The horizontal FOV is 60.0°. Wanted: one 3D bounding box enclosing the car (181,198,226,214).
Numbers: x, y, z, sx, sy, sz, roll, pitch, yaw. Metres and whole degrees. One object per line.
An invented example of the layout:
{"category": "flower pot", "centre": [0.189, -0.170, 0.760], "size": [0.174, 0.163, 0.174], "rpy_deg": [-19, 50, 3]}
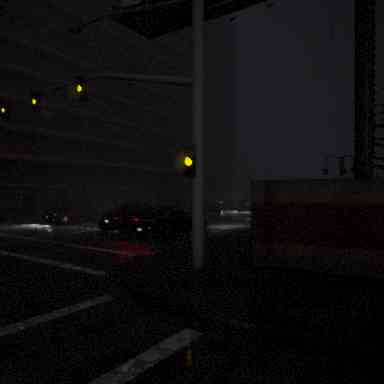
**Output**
{"category": "car", "centre": [1.190, 1.564, 32.785], "size": [1.994, 1.385, 4.181], "rpy_deg": [0, 0, 34]}

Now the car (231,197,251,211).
{"category": "car", "centre": [7.106, 1.352, 41.122], "size": [2.097, 1.767, 4.553], "rpy_deg": [0, 0, 36]}

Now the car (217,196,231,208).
{"category": "car", "centre": [3.946, 1.352, 42.765], "size": [2.097, 1.767, 4.553], "rpy_deg": [0, 0, 34]}

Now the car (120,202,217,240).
{"category": "car", "centre": [-1.000, 1.491, 17.181], "size": [2.128, 1.511, 4.902], "rpy_deg": [0, 0, 35]}

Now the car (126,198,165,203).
{"category": "car", "centre": [-4.517, 1.477, 24.685], "size": [1.882, 1.535, 5.008], "rpy_deg": [0, 0, 35]}

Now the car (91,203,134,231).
{"category": "car", "centre": [-3.484, 1.564, 19.731], "size": [1.994, 1.385, 4.181], "rpy_deg": [0, 0, 35]}

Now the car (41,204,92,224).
{"category": "car", "centre": [-8.865, 1.564, 24.596], "size": [1.994, 1.385, 4.181], "rpy_deg": [0, 0, 35]}

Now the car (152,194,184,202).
{"category": "car", "centre": [-2.811, 1.220, 33.176], "size": [2.150, 2.045, 5.566], "rpy_deg": [0, 0, 35]}
